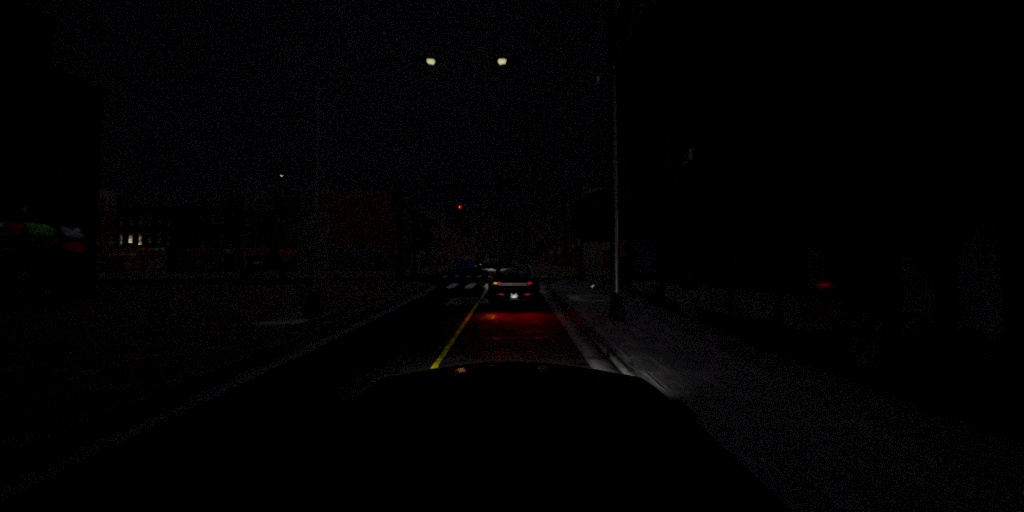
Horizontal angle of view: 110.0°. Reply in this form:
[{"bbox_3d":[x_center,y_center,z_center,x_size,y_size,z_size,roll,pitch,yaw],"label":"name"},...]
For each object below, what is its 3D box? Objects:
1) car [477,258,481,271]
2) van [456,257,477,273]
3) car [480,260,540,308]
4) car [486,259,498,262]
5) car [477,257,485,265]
[{"bbox_3d":[-5.308,1.213,44.044,2.007,1.370,4.403,0,0,0],"label":"car"},{"bbox_3d":[-5.309,0.975,40.724,1.690,1.789,3.998,0,0,0],"label":"van"},{"bbox_3d":[0.076,1.094,14.372,2.128,1.511,4.902,0,1,0],"label":"car"},{"bbox_3d":[-2.665,1.368,58.968,1.994,1.385,4.181,0,-1,0],"label":"car"},{"bbox_3d":[-5.305,1.022,49.029,2.192,1.841,5.009,0,0,0],"label":"car"}]
